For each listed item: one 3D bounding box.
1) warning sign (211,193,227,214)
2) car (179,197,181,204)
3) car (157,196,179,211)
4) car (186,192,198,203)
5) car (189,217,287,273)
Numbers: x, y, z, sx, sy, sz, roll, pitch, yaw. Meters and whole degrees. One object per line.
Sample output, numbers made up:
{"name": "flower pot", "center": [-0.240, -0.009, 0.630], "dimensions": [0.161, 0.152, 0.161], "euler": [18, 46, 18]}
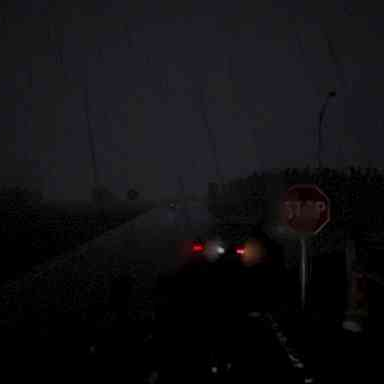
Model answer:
{"name": "warning sign", "center": [2.445, 0.983, 30.153], "dimensions": [1.300, 1.860, 1.060], "euler": [0, 0, 0]}
{"name": "car", "center": [-2.818, 1.298, 55.843], "dimensions": [1.994, 1.385, 4.181], "euler": [0, 0, 0]}
{"name": "car", "center": [-2.850, 1.432, 38.018], "dimensions": [1.895, 1.301, 4.718], "euler": [0, 0, 0]}
{"name": "car", "center": [-0.006, 1.043, 62.560], "dimensions": [2.097, 1.767, 4.553], "euler": [0, 0, 0]}
{"name": "car", "center": [1.724, 1.502, 10.634], "dimensions": [2.033, 1.411, 5.357], "euler": [0, 0, 25]}
